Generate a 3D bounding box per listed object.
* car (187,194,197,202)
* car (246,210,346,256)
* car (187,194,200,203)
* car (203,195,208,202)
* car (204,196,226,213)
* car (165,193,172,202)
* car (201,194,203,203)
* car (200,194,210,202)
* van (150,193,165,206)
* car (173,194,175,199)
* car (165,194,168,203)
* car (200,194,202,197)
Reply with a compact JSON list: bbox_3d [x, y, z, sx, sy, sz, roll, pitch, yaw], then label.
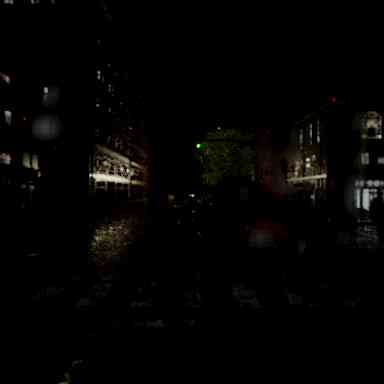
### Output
[{"bbox_3d":[0.012,1.269,72.834,2.128,1.511,4.902,0,0,0],"label":"car"},{"bbox_3d":[4.197,1.436,13.105,5.008,1.535,1.882,0,-1,-42],"label":"car"},{"bbox_3d":[0.011,1.408,62.827,1.994,1.385,4.181,0,0,0],"label":"car"},{"bbox_3d":[2.696,1.324,41.341,1.967,1.590,4.097,0,0,0],"label":"car"},{"bbox_3d":[2.695,1.446,35.644,2.008,1.369,4.403,0,0,0],"label":"car"},{"bbox_3d":[-5.681,1.158,64.131,2.192,1.841,5.009,0,0,0],"label":"car"},{"bbox_3d":[2.697,1.311,47.037,1.967,1.590,4.097,0,0,0],"label":"car"},{"bbox_3d":[2.700,1.275,69.825,1.967,1.590,4.097,0,0,0],"label":"car"},{"bbox_3d":[-5.683,1.202,52.737,1.690,1.788,3.998,0,0,0],"label":"van"},{"bbox_3d":[-5.679,1.380,75.524,2.008,1.369,4.403,0,0,0],"label":"car"},{"bbox_3d":[-5.682,1.433,58.434,1.802,1.307,4.206,0,0,0],"label":"car"},{"bbox_3d":[2.700,1.393,64.128,2.008,1.369,4.403,0,0,0],"label":"car"}]
